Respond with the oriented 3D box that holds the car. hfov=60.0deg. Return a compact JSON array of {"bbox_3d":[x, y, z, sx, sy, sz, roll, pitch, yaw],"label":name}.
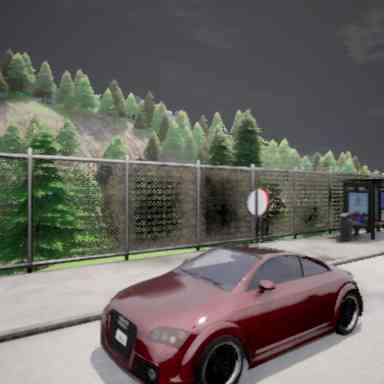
[{"bbox_3d":[0.779,1.561,5.152,4.181,1.385,1.994,0,0,-35],"label":"car"}]
